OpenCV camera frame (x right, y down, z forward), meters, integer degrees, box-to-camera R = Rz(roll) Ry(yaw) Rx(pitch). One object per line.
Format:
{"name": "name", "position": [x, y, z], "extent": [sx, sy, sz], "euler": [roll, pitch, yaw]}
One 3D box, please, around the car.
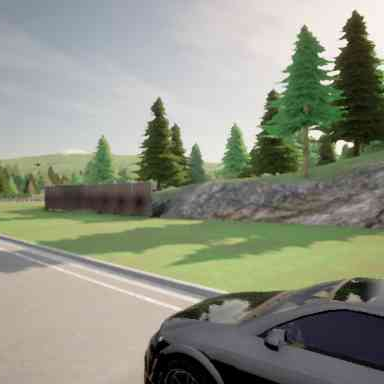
{"name": "car", "position": [1.522, 1.569, 3.123], "extent": [4.181, 1.385, 1.994], "euler": [-1, 0, 37]}
